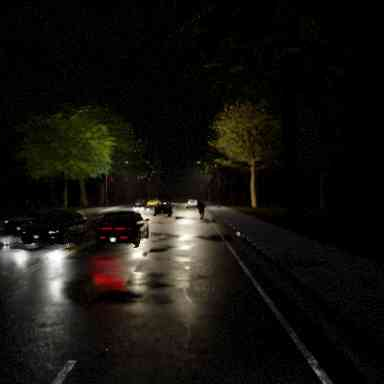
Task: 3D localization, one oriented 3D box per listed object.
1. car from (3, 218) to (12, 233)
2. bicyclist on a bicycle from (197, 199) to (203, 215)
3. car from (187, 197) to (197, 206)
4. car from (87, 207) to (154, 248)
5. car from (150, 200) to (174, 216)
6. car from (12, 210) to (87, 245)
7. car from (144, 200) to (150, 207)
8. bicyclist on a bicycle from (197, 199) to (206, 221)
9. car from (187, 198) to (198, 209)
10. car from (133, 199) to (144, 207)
[{"bbox_3d":[-9.841,1.809,21.132,1.895,1.301,4.718,0,-1,0],"label":"car"},{"bbox_3d":[0.902,1.755,39.508,0.659,1.776,1.843,0,0,0],"label":"bicyclist on a bicycle"},{"bbox_3d":[0.021,2.099,73.624,2.097,1.767,4.553,0,-1,0],"label":"car"},{"bbox_3d":[-3.147,1.660,15.664,1.837,1.490,4.892,0,-1,0],"label":"car"},{"bbox_3d":[-3.140,1.855,37.426,2.128,1.511,4.902,0,-1,0],"label":"car"},{"bbox_3d":[-6.593,1.668,16.492,1.837,1.490,4.892,0,-1,0],"label":"car"},{"bbox_3d":[-6.543,2.036,56.817,1.882,1.535,5.008,0,-1,0],"label":"car"},{"bbox_3d":[0.899,1.658,29.392,0.659,1.776,1.843,0,0,0],"label":"bicyclist on a bicycle"},{"bbox_3d":[0.117,2.093,57.615,1.812,1.442,4.674,0,-1,0],"label":"car"},{"bbox_3d":[-9.758,2.111,62.325,2.128,1.511,4.902,0,-1,1],"label":"car"}]
